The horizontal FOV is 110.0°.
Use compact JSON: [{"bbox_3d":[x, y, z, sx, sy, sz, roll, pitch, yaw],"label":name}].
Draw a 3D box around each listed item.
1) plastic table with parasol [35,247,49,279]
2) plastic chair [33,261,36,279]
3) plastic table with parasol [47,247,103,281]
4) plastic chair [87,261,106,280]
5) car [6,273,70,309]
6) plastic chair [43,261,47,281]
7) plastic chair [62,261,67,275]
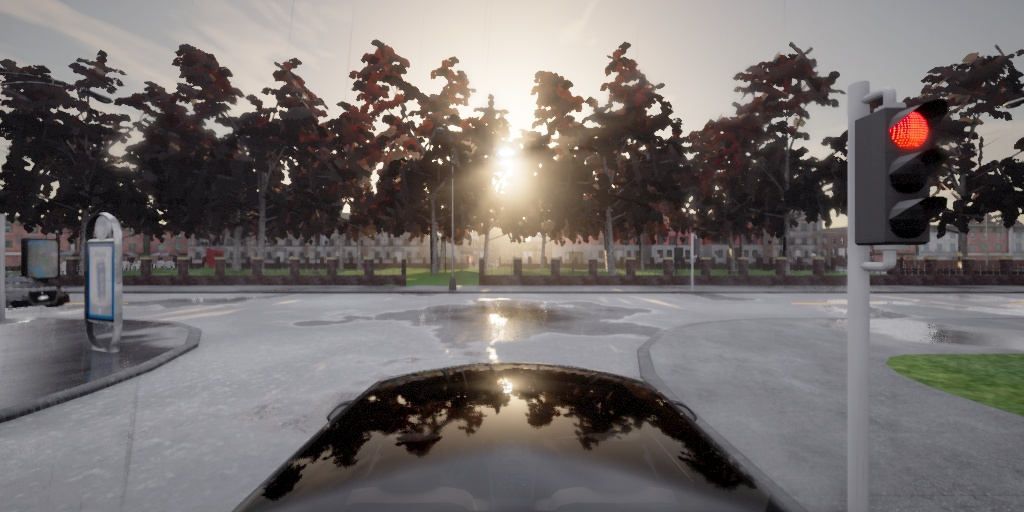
[{"bbox_3d":[-43.616,0.619,34.871,2.482,2.480,2.482,0,0,-39],"label":"plastic table with parasol"},{"bbox_3d":[-44.624,1.294,34.121,0.730,1.272,0.750,0,0,-41],"label":"plastic chair"},{"bbox_3d":[-39.195,0.693,32.229,2.482,2.480,2.482,0,0,-40],"label":"plastic table with parasol"},{"bbox_3d":[-38.197,1.295,32.962,0.730,1.272,0.750,0,0,-40],"label":"plastic chair"},{"bbox_3d":[-18.796,1.313,12.853,4.181,1.385,1.994,0,0,0],"label":"car"},{"bbox_3d":[-40.225,1.292,31.484,0.730,1.272,0.750,0,0,-40],"label":"plastic chair"},{"bbox_3d":[-38.292,1.305,31.256,0.750,1.272,0.730,0,0,-35],"label":"plastic chair"}]
